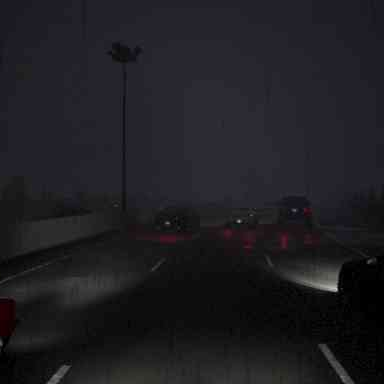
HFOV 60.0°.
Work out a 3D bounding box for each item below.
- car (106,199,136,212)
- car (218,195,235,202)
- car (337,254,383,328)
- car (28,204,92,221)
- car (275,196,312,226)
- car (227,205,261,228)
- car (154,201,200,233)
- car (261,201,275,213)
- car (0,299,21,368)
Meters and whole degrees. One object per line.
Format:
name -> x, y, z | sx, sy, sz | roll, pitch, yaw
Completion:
car -> -8.858, 1.655, 41.849 | 1.882, 1.535, 5.008 | 0, 0, 20
car -> 6.722, 1.689, 64.028 | 2.150, 2.045, 5.566 | 0, 0, 20
car -> 3.947, 1.588, 5.297 | 1.994, 1.385, 4.181 | 0, 0, 4
car -> -8.062, 1.549, 20.762 | 2.128, 1.511, 4.902 | 0, 0, 13
car -> 7.535, 1.323, 24.421 | 2.150, 2.045, 5.566 | 0, 0, 17
car -> 3.557, 1.615, 23.069 | 1.812, 1.442, 4.674 | 0, 0, 15
car -> -0.778, 1.547, 20.350 | 1.882, 1.535, 5.008 | 0, 0, 13
car -> 9.466, 1.749, 40.490 | 2.033, 1.411, 5.357 | 0, 0, 20
car -> -3.257, 1.598, 2.298 | 1.895, 1.301, 4.718 | 0, 0, 1
